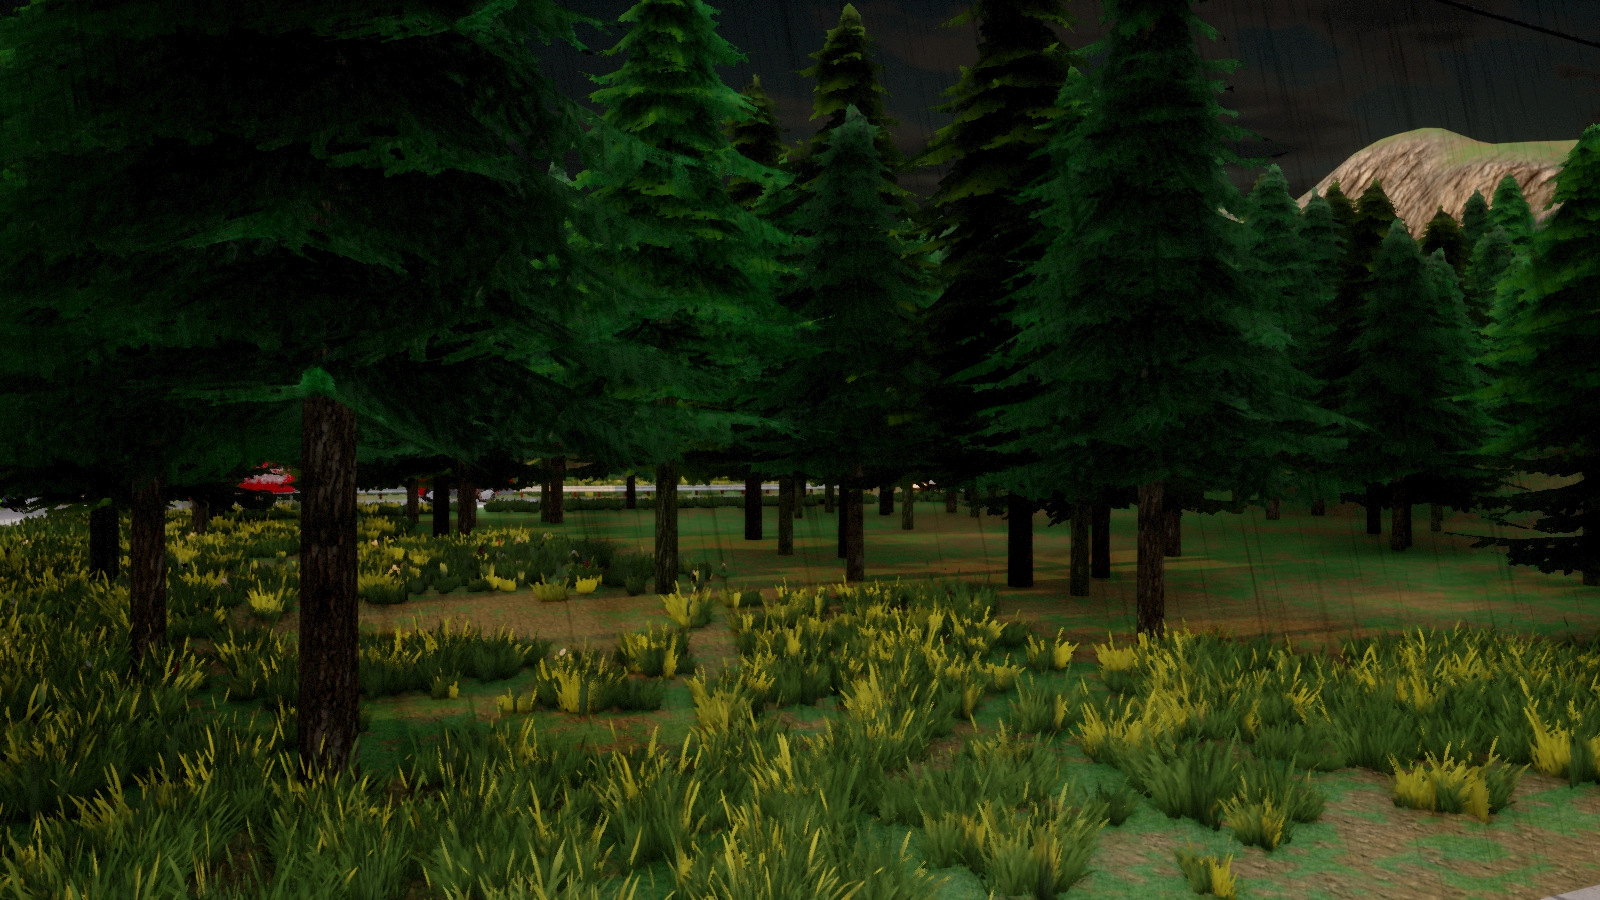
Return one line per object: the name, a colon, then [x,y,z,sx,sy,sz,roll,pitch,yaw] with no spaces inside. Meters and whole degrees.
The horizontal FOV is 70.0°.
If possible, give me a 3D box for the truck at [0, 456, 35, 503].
truck: [-44.187,1.567,62.930,2.627,2.467,5.204,0,0,-25]
